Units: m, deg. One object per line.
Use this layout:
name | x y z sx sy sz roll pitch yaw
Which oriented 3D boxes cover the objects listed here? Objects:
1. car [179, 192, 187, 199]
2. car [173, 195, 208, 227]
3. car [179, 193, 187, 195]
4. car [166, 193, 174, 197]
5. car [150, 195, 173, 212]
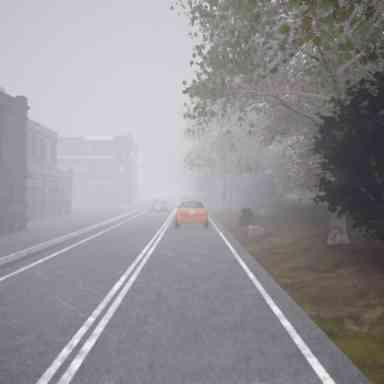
car | -2.390 0.865 85.784 2.033 1.411 5.357 0 1 -3
car | -0.039 1.330 22.803 2.097 1.767 4.553 0 0 -1
car | -0.396 1.280 41.856 2.097 1.767 4.553 0 0 -1
car | -5.744 0.938 87.553 1.882 1.535 5.008 0 1 -3
car | -3.620 1.451 37.256 2.128 1.511 4.902 0 0 -1
